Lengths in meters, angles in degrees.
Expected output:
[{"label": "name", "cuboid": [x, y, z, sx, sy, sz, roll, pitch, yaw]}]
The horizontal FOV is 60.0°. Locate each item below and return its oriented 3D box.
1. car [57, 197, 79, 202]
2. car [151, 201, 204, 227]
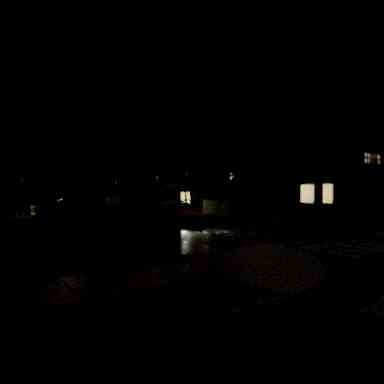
[{"label": "car", "cuboid": [-14.601, 1.345, 38.997, 2.033, 1.411, 5.357, 1, 0, -37]}, {"label": "car", "cuboid": [-1.229, 1.376, 21.427, 1.882, 1.535, 5.008, 1, 0, -37]}]
